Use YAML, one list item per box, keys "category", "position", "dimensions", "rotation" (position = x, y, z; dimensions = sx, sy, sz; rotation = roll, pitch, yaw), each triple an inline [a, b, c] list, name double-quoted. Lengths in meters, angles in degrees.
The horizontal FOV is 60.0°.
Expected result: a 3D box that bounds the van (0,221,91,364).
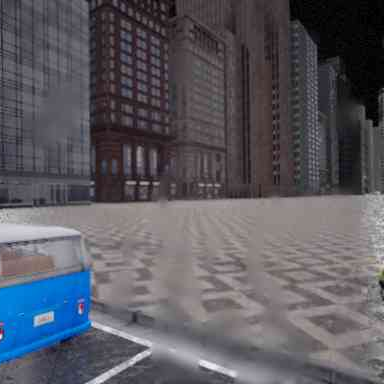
- category: "van"
  position: [-3.361, 1.359, 5.258]
  dimensions: [3.998, 1.788, 1.690]
  rotation: [0, -1, 35]
